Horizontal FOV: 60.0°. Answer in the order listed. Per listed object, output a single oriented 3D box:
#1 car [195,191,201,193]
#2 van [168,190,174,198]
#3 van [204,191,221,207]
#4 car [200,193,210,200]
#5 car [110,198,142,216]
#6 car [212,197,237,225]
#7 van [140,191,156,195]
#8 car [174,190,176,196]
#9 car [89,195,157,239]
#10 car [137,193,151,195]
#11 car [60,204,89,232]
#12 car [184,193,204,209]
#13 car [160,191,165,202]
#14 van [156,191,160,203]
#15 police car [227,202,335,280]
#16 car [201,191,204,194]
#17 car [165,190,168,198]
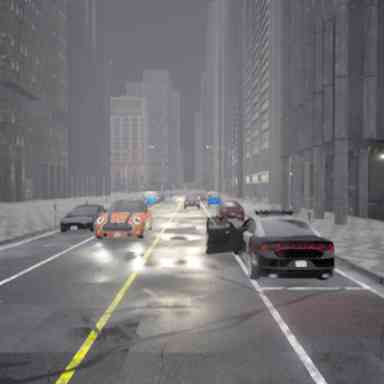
[{"bbox_3d":[-0.095,1.007,48.112,1.837,1.490,4.892,0,1,0],"label":"car"},{"bbox_3d":[-5.930,0.505,80.569,1.690,1.788,3.998,0,1,0],"label":"van"},{"bbox_3d":[2.677,0.916,41.106,1.690,1.788,3.998,0,1,0],"label":"van"},{"bbox_3d":[2.620,0.848,69.311,1.947,1.339,4.313,0,1,0],"label":"car"},{"bbox_3d":[-5.824,1.241,29.806,2.008,1.369,4.403,0,1,0],"label":"car"},{"bbox_3d":[2.712,1.294,24.187,1.887,1.381,4.507,0,1,0],"label":"car"},{"bbox_3d":[-5.848,0.915,41.084,1.690,1.788,3.998,0,1,0],"label":"van"},{"bbox_3d":[-5.940,0.649,86.211,1.887,1.381,4.507,0,1,0],"label":"car"},{"bbox_3d":[-3.131,1.184,16.108,2.097,1.767,4.553,0,1,0],"label":"car"},{"bbox_3d":[-5.836,1.159,35.276,1.752,1.417,4.829,0,1,0],"label":"car"},{"bbox_3d":[-5.801,1.372,18.525,1.947,1.339,4.313,0,1,0],"label":"car"},{"bbox_3d":[-0.002,1.156,37.760,2.033,1.411,5.357,0,1,0],"label":"car"},{"bbox_3d":[-5.871,0.897,52.366,1.967,1.590,4.097,0,1,0],"label":"car"},{"bbox_3d":[-5.860,0.856,46.724,1.690,1.788,3.998,0,1,0],"label":"van"},{"bbox_3d":[2.349,1.323,9.760,1.930,1.638,5.238,0,1,0],"label":"police car"},{"bbox_3d":[2.643,0.982,58.030,1.802,1.307,4.206,0,1,0],"label":"car"},{"bbox_3d":[-5.883,0.714,58.006,2.192,1.841,5.009,0,1,0],"label":"car"}]
